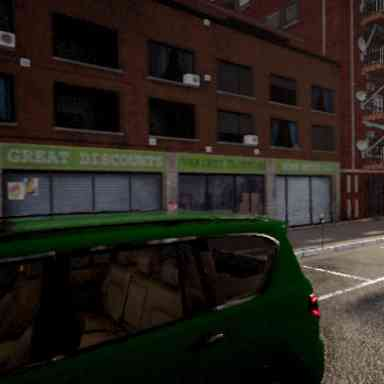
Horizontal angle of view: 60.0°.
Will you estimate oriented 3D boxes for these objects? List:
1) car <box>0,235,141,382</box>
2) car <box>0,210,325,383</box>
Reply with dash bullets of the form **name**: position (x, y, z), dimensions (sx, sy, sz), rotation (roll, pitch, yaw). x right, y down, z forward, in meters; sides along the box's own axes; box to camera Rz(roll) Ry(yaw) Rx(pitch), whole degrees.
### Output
- **car**: position (-3.247, 1.525, 4.260), dimensions (4.829, 1.417, 1.752), rotation (0, -1, -35)
- **car**: position (-1.340, 1.222, 2.418), dimensions (5.566, 2.045, 2.150), rotation (0, 0, -36)
